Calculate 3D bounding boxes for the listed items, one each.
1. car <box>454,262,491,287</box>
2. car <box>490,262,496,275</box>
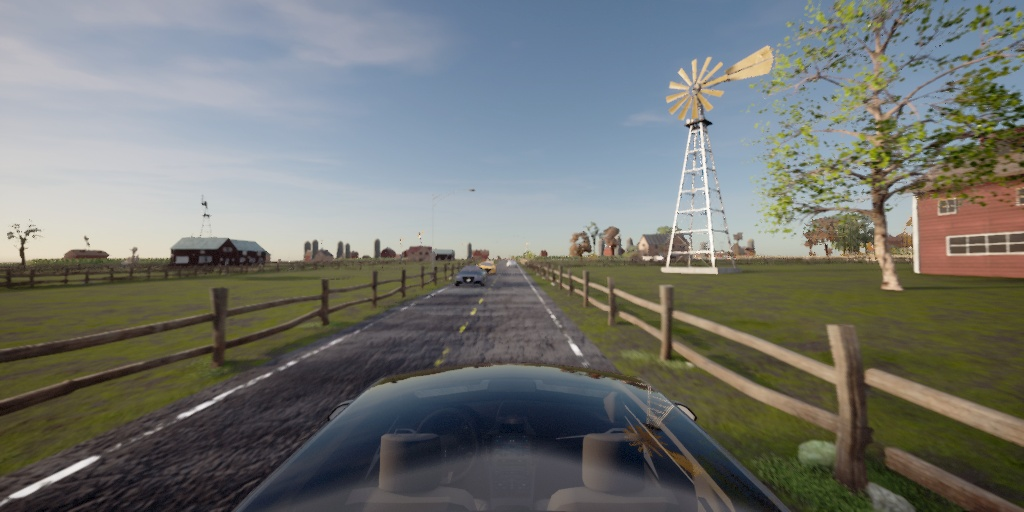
[{"bbox_3d":[-2.791,1.368,25.101,1.994,1.385,4.181,0,0,0],"label":"car"},{"bbox_3d":[-2.793,1.365,40.421,1.882,1.535,5.008,0,0,0],"label":"car"}]
